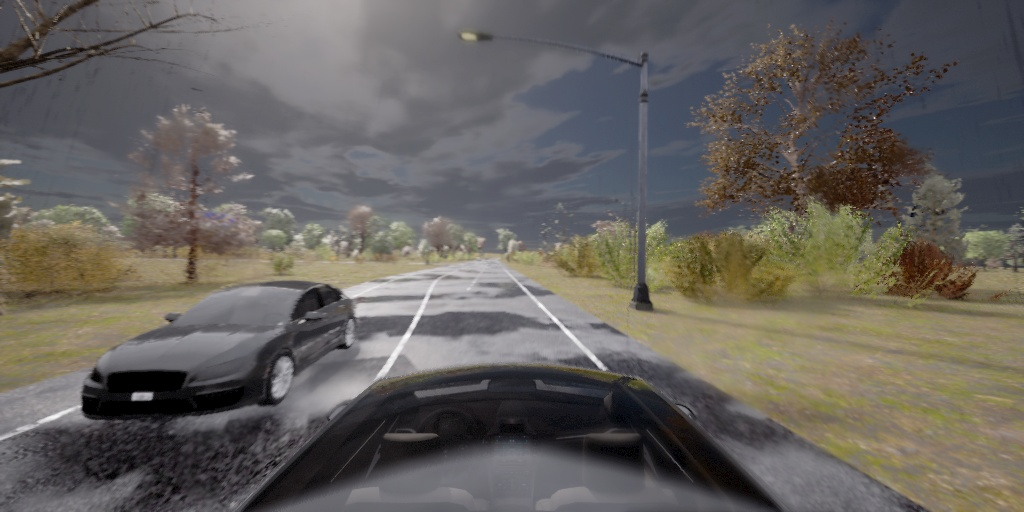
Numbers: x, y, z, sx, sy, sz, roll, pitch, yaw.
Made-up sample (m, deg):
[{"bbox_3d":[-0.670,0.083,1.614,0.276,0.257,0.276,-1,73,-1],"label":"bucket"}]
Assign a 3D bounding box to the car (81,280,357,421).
[{"bbox_3d":[-4.135,1.212,6.121,1.837,1.490,4.892,1,0,-7],"label":"car"}]
